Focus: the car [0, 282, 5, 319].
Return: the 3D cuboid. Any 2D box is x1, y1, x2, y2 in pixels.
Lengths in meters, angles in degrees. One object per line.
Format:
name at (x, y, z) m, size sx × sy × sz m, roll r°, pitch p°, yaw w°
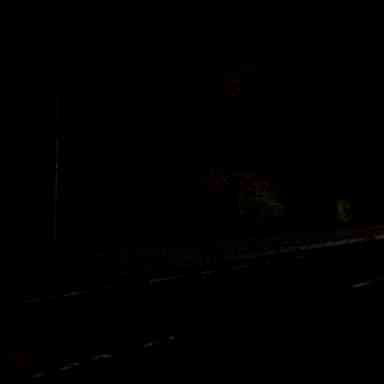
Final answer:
car at (-5.110, 1.520, 4.088) m, size 4.892 × 1.490 × 1.837 m, roll 1°, pitch -1°, yaw -34°
